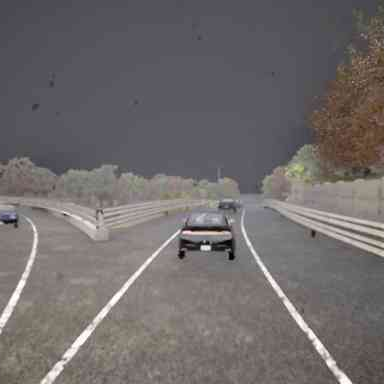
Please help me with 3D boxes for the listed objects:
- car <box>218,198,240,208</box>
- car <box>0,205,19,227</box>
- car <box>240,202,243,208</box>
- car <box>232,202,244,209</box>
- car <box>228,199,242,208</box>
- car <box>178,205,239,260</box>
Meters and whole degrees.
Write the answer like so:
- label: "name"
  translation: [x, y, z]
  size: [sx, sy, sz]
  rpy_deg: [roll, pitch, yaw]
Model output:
- label: "car"
  translation: [3.972, 1.398, 36.795]
  size: [1.882, 1.535, 5.008]
  rpy_deg: [0, -1, 10]
- label: "car"
  translation: [-11.992, 1.482, 20.978]
  size: [1.895, 1.301, 4.718]
  rpy_deg: [0, 0, -28]
- label: "car"
  translation: [6.066, 1.800, 49.071]
  size: [1.895, 1.301, 4.718]
  rpy_deg: [0, -2, 10]
- label: "car"
  translation: [9.167, 2.642, 65.846]
  size: [1.895, 1.301, 4.718]
  rpy_deg: [0, -4, 12]
- label: "car"
  translation: [7.294, 2.034, 56.055]
  size: [2.033, 1.411, 5.357]
  rpy_deg: [0, -3, 11]
- label: "car"
  translation: [0.591, 1.442, 12.329]
  size: [2.128, 1.511, 4.902]
  rpy_deg: [0, 0, 4]
